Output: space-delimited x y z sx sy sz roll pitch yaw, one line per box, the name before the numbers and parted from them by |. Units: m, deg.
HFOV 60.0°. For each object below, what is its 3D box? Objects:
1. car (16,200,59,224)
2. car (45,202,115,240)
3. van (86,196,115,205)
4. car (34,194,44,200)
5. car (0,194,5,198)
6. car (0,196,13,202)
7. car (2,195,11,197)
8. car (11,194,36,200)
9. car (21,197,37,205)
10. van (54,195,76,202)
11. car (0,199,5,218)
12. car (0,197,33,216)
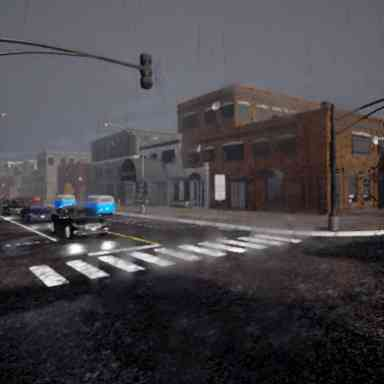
car | -11.801 1.570 25.372 1.994 1.385 4.181 -2 1 -35
car | -5.983 1.479 17.366 1.837 1.490 4.892 -2 1 -36
van | -8.544 1.229 30.683 1.690 1.788 3.998 -3 1 -36
car | -25.211 1.298 53.554 2.192 1.841 5.009 -3 1 -36
car | -41.878 1.395 76.425 2.192 1.841 5.009 -3 1 -36
car | -45.204 1.650 81.004 2.008 1.369 4.403 -3 1 -36
car | -30.757 1.623 56.802 1.994 1.385 4.181 -2 1 -36
car | -24.621 1.501 48.378 1.882 1.535 5.008 -2 1 -36
car | -28.536 1.584 58.133 1.802 1.307 4.206 -3 1 -36
van | -15.210 1.267 39.831 1.690 1.788 3.998 -3 1 -36
car | -18.540 1.615 30.244 1.752 1.417 4.829 -3 1 -36
car | -17.727 1.545 33.502 1.837 1.490 4.892 -2 1 -36
